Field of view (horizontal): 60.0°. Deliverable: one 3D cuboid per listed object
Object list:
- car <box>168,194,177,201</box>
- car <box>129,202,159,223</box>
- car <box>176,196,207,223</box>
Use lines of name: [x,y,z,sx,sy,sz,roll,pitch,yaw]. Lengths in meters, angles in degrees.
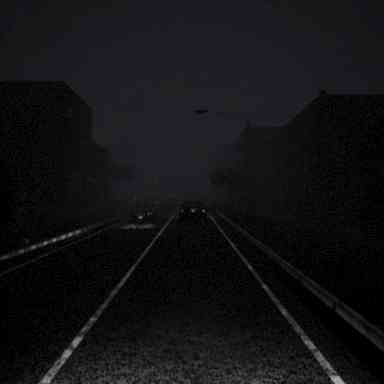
car: [-3.646,1.085,66.396,1.812,1.442,4.674,0,1,0]
car: [-3.626,1.517,25.865,2.128,1.511,4.902,0,0,0]
car: [0.072,1.377,26.125,2.097,1.767,4.553,0,0,0]
